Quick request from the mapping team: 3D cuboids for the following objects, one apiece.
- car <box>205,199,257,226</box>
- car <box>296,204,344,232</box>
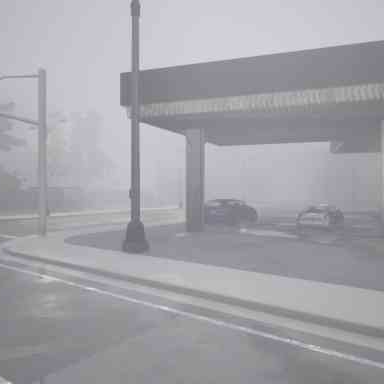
[{"bbox_3d":[2.648,1.295,22.587,2.242,1.667,4.611,0,0,37],"label":"car"},{"bbox_3d":[7.722,1.456,19.787,1.970,1.475,3.806,0,0,37],"label":"car"}]
